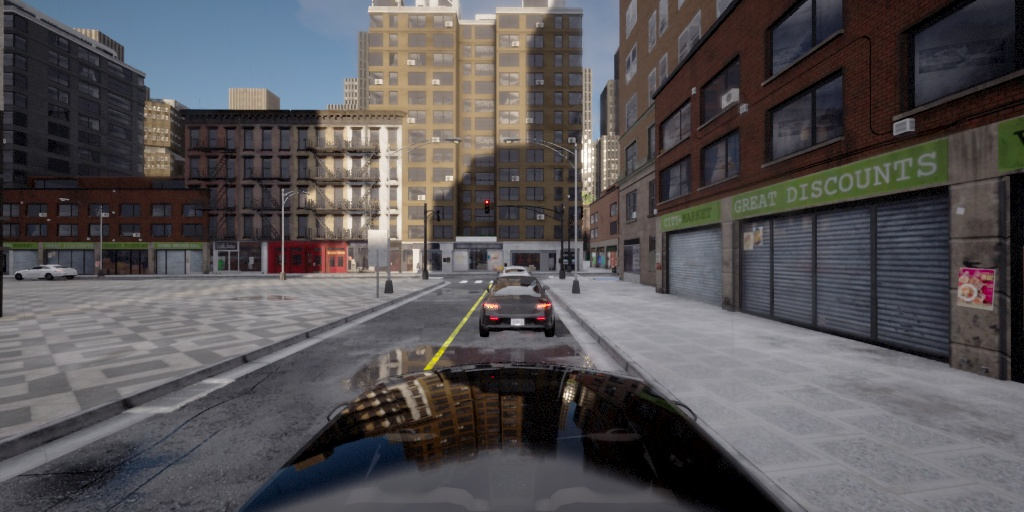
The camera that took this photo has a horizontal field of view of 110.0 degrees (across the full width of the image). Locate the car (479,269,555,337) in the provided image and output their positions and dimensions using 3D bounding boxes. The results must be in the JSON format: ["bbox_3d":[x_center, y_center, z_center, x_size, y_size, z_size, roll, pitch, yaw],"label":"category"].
[{"bbox_3d":[0.121,1.275,10.135,1.812,1.442,4.674,0,0,0],"label":"car"}]

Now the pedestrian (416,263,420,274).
[{"bbox_3d":[-10.043,0.970,38.334,0.375,1.860,0.375,0,0,-1],"label":"pedestrian"}]

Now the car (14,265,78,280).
[{"bbox_3d":[-45.305,1.579,34.921,4.674,1.442,1.812,0,0,0],"label":"car"}]

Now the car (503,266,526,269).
[{"bbox_3d":[0.148,1.270,19.915,1.812,1.442,4.674,0,0,-1],"label":"car"}]

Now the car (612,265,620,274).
[{"bbox_3d":[12.057,1.187,35.505,4.181,1.385,1.994,-1,0,-1],"label":"car"}]
